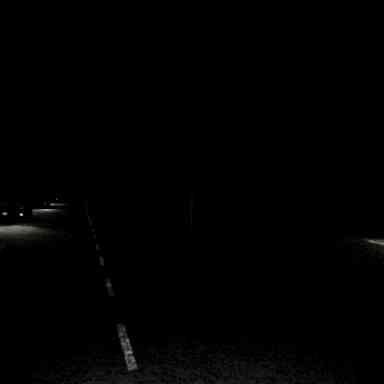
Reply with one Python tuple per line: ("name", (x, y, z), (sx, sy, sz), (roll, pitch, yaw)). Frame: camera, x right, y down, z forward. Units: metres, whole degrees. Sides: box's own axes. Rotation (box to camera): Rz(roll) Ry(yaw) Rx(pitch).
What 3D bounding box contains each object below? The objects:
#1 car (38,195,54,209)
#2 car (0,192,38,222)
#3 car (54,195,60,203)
("car", (-18.490, 1.279, 40.785), (1.812, 1.442, 4.674), (1, 0, -18))
("car", (-13.041, 1.040, 24.325), (2.150, 2.045, 5.566), (1, 0, -18))
("car", (-24.061, 1.190, 57.864), (1.882, 1.535, 5.008), (1, 0, -18))
